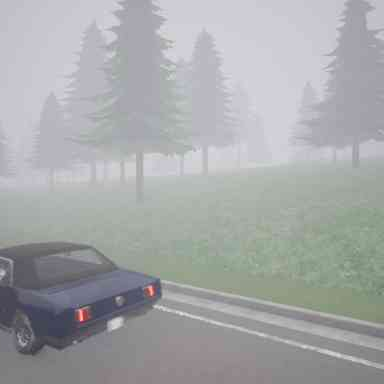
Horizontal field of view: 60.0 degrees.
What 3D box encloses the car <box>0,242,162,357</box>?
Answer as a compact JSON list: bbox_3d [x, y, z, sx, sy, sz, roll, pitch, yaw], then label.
[{"bbox_3d":[-2.895,1.601,6.058,4.718,1.301,1.895,0,0,36],"label":"car"}]
